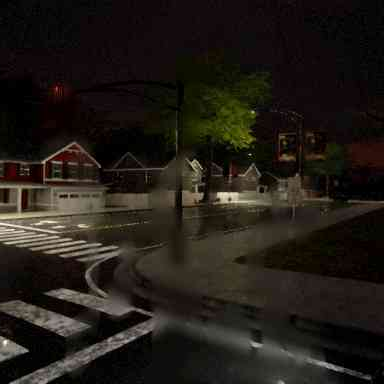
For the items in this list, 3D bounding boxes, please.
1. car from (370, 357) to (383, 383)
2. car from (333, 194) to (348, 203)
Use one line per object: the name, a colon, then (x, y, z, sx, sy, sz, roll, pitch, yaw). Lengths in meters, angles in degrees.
car: (3.361, 1.506, 1.283, 4.892, 1.490, 1.837, 0, 0, 35)
car: (28.010, 1.206, 62.723, 2.128, 1.511, 4.902, 1, 0, 36)
